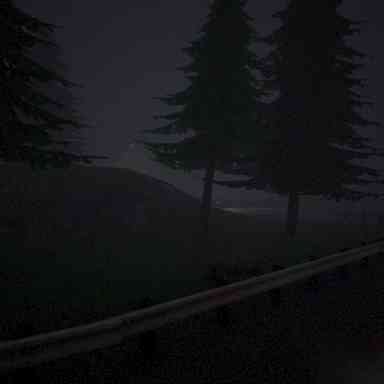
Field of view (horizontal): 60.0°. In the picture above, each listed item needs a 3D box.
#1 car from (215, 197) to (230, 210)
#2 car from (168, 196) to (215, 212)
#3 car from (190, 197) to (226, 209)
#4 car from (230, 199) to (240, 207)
[{"bbox_3d":[2.007,1.325,42.013,4.553,1.767,2.097,0,0,36],"label":"car"},{"bbox_3d":[-0.070,1.325,39.196,4.553,1.767,2.097,0,0,36],"label":"car"},{"bbox_3d":[2.183,1.470,46.200,4.892,1.490,1.837,0,0,36],"label":"car"},{"bbox_3d":[4.648,1.458,48.738,4.902,1.511,2.128,0,0,36],"label":"car"}]
